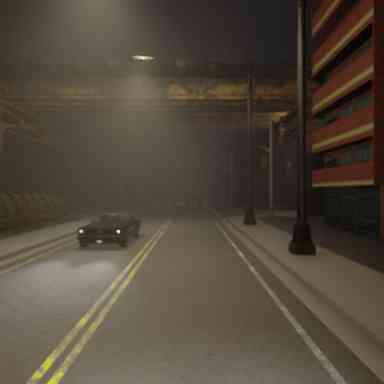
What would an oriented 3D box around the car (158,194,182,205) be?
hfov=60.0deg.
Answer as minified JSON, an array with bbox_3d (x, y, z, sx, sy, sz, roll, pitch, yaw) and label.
[{"bbox_3d":[-3.674,1.407,53.530,2.038,1.542,4.974,0,0,25],"label":"car"}]

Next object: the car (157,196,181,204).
[{"bbox_3d":[-3.653,1.250,53.577,1.853,1.218,4.536,0,0,25],"label":"car"}]

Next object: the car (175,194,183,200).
[{"bbox_3d":[-3.333,1.377,88.341,2.038,1.542,4.974,0,0,0],"label":"car"}]

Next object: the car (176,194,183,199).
[{"bbox_3d":[-3.334,1.220,88.393,1.853,1.218,4.536,0,0,0],"label":"car"}]

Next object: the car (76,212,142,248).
[{"bbox_3d":[-3.524,1.589,14.911,1.895,1.301,4.718,0,0,0],"label":"car"}]

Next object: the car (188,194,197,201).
[{"bbox_3d":[0.103,1.384,79.821,2.038,1.542,4.974,0,0,0],"label":"car"}]

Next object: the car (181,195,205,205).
[{"bbox_3d":[0.486,1.407,53.225,2.038,1.542,4.974,0,0,-20],"label":"car"}]

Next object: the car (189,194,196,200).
[{"bbox_3d":[0.102,1.226,79.873,1.853,1.218,4.536,0,0,0],"label":"car"}]

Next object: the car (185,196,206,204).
[{"bbox_3d":[0.468,1.249,53.273,1.853,1.218,4.536,0,0,-20],"label":"car"}]
